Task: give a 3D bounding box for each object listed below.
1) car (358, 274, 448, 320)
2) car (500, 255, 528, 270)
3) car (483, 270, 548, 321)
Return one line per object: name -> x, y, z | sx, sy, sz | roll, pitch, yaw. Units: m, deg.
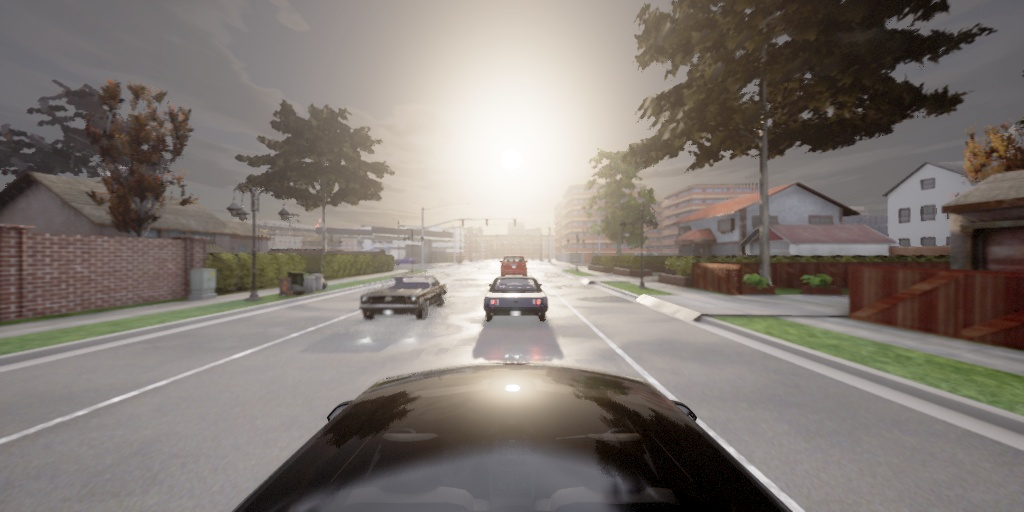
car -> -3.586, 1.333, 12.613 | 1.895, 1.301, 4.718 | 0, 0, 0
car -> 0.145, 0.930, 29.967 | 2.150, 2.045, 5.566 | 0, 0, 0
car -> 0.107, 1.335, 12.389 | 1.895, 1.301, 4.718 | 0, 0, 0
